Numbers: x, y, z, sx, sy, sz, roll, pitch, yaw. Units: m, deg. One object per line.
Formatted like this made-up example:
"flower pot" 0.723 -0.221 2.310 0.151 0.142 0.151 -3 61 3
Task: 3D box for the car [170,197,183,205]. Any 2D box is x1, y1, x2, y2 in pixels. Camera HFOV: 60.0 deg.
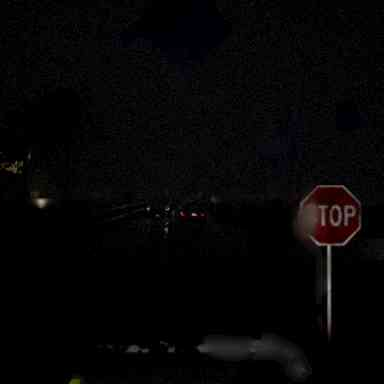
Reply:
"car" -2.888 1.714 62.672 2.033 1.411 5.357 0 0 0

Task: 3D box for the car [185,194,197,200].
"car" -0.105 1.662 60.771 1.837 1.490 4.892 0 0 0

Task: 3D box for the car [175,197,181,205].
"car" -2.920 1.575 43.996 2.128 1.511 4.902 0 0 0

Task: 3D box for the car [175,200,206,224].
"car" 0.066 1.575 24.785 2.033 1.411 5.357 0 0 0

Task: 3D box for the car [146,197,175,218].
"car" -2.901 1.392 30.132 2.097 1.767 4.553 0 0 0
